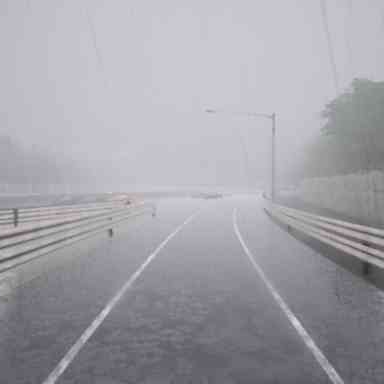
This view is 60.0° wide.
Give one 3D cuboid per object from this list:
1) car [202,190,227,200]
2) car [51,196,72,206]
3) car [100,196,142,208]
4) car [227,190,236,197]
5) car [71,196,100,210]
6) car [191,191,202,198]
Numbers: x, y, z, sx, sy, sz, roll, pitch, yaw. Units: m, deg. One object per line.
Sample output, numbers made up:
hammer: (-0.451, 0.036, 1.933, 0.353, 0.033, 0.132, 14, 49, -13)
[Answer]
car: (4.113, 0.685, 60.153, 1.895, 1.301, 4.718, 1, 1, 25)
car: (-13.537, 1.154, 38.276, 2.033, 1.411, 5.357, 0, 1, 24)
car: (-7.166, 1.129, 35.377, 1.882, 1.535, 5.008, 1, 1, 24)
car: (7.964, 0.308, 77.025, 2.097, 1.767, 4.553, 0, 1, 24)
car: (-10.353, 1.173, 36.826, 2.033, 1.411, 5.357, 0, 1, 24)
car: (1.462, 0.548, 71.199, 2.128, 1.511, 4.902, 0, 1, 24)
